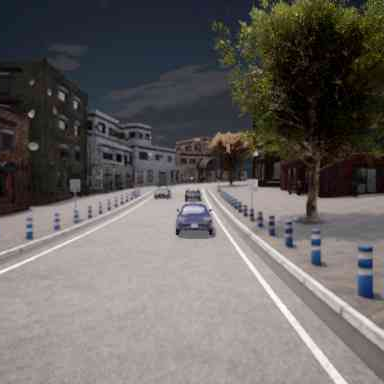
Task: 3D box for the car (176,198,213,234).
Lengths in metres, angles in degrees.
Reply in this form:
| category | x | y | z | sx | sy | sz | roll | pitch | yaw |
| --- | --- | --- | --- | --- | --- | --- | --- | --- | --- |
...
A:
| category | x | y | z | sx | sy | sz | roll | pitch | yaw |
| --- | --- | --- | --- | --- | --- | --- | --- | --- | --- |
| car | 0.117 | 1.313 | 17.580 | 1.812 | 1.442 | 4.674 | 0 | 2 | 0 |

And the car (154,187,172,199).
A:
| category | x | y | z | sx | sy | sz | roll | pitch | yaw |
| --- | --- | --- | --- | --- | --- | --- | --- | --- | --- |
| car | -3.583 | 0.099 | 41.167 | 1.994 | 1.385 | 4.181 | 0 | 4 | 0 |

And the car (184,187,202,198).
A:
| category | x | y | z | sx | sy | sz | roll | pitch | yaw |
| --- | --- | --- | --- | --- | --- | --- | --- | --- | --- |
| car | 0.107 | 0.149 | 39.475 | 2.128 | 1.511 | 4.902 | 0 | 4 | 0 |
